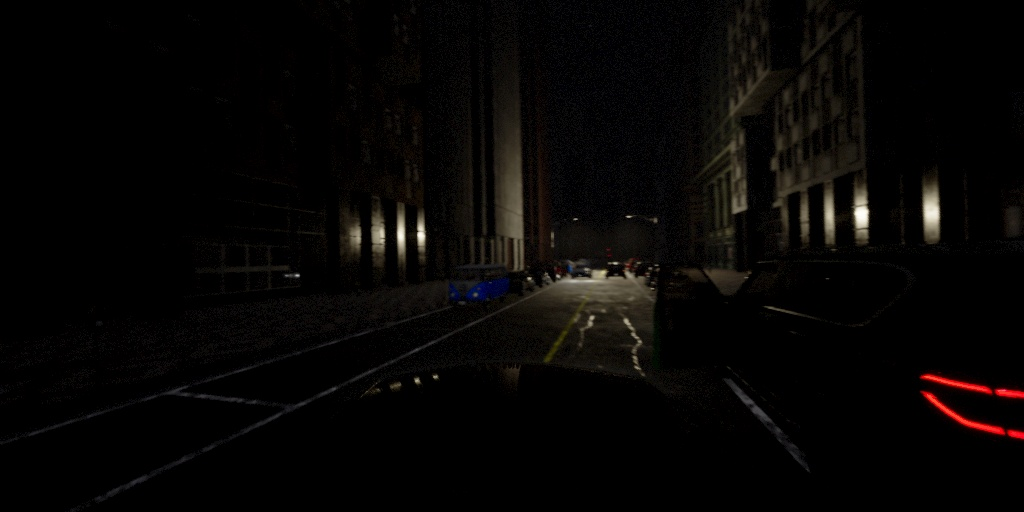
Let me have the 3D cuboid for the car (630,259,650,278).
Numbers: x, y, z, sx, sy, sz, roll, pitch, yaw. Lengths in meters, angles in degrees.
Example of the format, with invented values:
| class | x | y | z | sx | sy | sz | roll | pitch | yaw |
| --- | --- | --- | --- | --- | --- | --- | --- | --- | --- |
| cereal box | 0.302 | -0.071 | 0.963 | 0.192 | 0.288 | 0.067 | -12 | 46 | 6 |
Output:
| class | x | y | z | sx | sy | sz | roll | pitch | yaw |
| --- | --- | --- | --- | --- | --- | --- | --- | --- | --- |
| car | 12.943 | 1.309 | 35.103 | 1.967 | 1.591 | 4.097 | 0 | 0 | 16 |

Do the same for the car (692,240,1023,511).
| class | x | y | z | sx | sy | sz | roll | pitch | yaw |
| --- | --- | --- | --- | --- | --- | --- | --- | --- | --- |
| car | 3.840 | 0.919 | 3.936 | 2.150 | 2.045 | 5.566 | -1 | -1 | 16 |

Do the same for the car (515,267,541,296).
| class | x | y | z | sx | sy | sz | roll | pitch | yaw |
| --- | --- | --- | --- | --- | --- | --- | --- | --- | --- |
| car | 0.185 | 1.533 | 21.096 | 1.948 | 1.339 | 4.313 | 0 | 0 | 16 |

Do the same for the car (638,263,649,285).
| class | x | y | z | sx | sy | sz | roll | pitch | yaw |
| --- | --- | --- | --- | --- | --- | --- | --- | --- | --- |
| car | 9.913 | 1.357 | 24.246 | 2.007 | 1.370 | 4.403 | 0 | 0 | 16 |

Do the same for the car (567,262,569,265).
| class | x | y | z | sx | sy | sz | roll | pitch | yaw |
| --- | --- | --- | --- | --- | --- | --- | --- | --- | --- |
| car | 4.731 | 1.606 | 37.384 | 1.888 | 1.381 | 4.507 | 0 | 0 | 16 |

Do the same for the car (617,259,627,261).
| class | x | y | z | sx | sy | sz | roll | pitch | yaw |
| --- | --- | --- | --- | --- | --- | --- | --- | --- | --- |
| car | 12.654 | 1.472 | 44.247 | 2.128 | 1.511 | 4.902 | -1 | -1 | 16 |

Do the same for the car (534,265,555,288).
| class | x | y | z | sx | sy | sz | roll | pitch | yaw |
| --- | --- | --- | --- | --- | --- | --- | --- | --- | --- |
| car | 1.701 | 1.564 | 26.525 | 1.948 | 1.339 | 4.313 | 0 | 0 | 16 |

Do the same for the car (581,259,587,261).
| class | x | y | z | sx | sy | sz | roll | pitch | yaw |
| --- | --- | --- | --- | --- | --- | --- | --- | --- | --- |
| car | 10.791 | 1.627 | 59.101 | 1.967 | 1.591 | 4.097 | 0 | 0 | 16 |

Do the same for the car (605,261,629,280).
| class | x | y | z | sx | sy | sz | roll | pitch | yaw |
| --- | --- | --- | --- | --- | --- | --- | --- | --- | --- |
| car | 9.835 | 1.445 | 33.997 | 1.812 | 1.442 | 4.674 | -1 | -1 | 16 |

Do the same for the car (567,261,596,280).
| class | x | y | z | sx | sy | sz | roll | pitch | yaw |
| --- | --- | --- | --- | --- | --- | --- | --- | --- | --- |
| car | 6.856 | 1.517 | 35.061 | 1.812 | 1.442 | 4.674 | -1 | -1 | 16 |

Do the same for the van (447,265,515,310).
| class | x | y | z | sx | sy | sz | roll | pitch | yaw |
| --- | --- | --- | --- | --- | --- | --- | --- | --- | --- |
| van | -1.330 | 1.276 | 15.667 | 1.690 | 1.789 | 3.998 | 0 | 0 | 16 |

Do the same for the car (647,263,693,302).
| class | x | y | z | sx | sy | sz | roll | pitch | yaw |
| --- | --- | --- | --- | --- | --- | --- | --- | --- | --- |
| car | 8.444 | 1.301 | 18.981 | 1.751 | 1.417 | 4.829 | 0 | 0 | 16 |

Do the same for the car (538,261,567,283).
| class | x | y | z | sx | sy | sz | roll | pitch | yaw |
| --- | --- | --- | --- | --- | --- | --- | --- | --- | --- |
| car | 3.215 | 1.344 | 31.954 | 2.192 | 1.841 | 5.009 | 0 | 0 | 16 |
